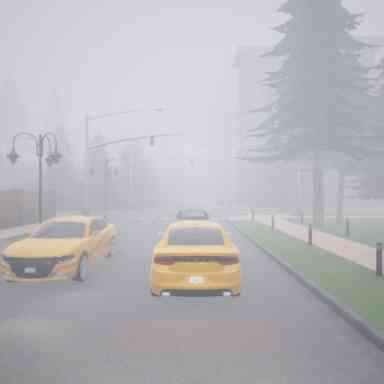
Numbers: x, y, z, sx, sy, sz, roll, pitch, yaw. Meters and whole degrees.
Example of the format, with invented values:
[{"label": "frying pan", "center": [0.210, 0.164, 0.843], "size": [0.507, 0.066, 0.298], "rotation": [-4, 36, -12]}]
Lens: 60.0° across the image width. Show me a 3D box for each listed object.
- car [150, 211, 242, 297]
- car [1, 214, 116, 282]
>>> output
[{"label": "car", "center": [0.078, 1.478, 8.636], "size": [1.882, 1.535, 5.008], "rotation": [0, 0, 0]}, {"label": "car", "center": [-3.618, 1.477, 9.930], "size": [1.882, 1.535, 5.008], "rotation": [0, 0, 0]}]
